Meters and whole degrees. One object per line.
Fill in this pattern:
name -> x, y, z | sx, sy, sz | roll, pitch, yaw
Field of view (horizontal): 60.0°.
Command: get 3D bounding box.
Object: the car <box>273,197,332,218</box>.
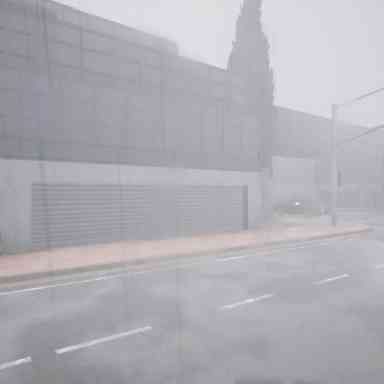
car -> 9.703, 1.491, 30.360 | 2.128, 1.511, 4.902 | 0, 0, -37

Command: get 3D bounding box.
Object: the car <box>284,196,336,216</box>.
car -> 11.793, 1.352, 33.417 | 2.097, 1.767, 4.553 | 0, 0, -37
